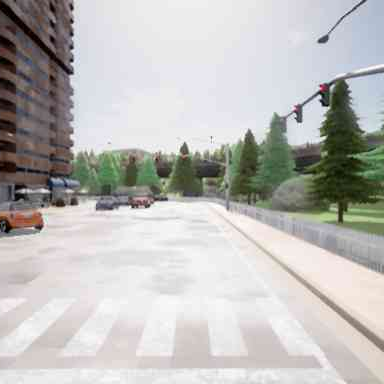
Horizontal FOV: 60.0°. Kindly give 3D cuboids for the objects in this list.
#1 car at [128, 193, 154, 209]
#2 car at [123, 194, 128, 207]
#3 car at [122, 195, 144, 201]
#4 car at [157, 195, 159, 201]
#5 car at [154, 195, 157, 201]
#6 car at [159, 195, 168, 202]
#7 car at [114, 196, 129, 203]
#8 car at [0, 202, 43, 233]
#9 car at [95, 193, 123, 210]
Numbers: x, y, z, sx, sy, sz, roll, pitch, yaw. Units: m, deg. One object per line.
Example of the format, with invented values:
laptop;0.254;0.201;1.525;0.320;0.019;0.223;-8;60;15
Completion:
car;-7.124;1.225;47.019;2.150;2.045;5.566;0;0;0
car;-10.780;1.509;52.278;1.837;1.490;4.892;0;0;-2
car;-14.728;1.459;83.116;5.357;1.411;2.033;0;0;32
car;-10.314;1.231;74.140;2.150;2.045;5.566;0;0;-39
car;-8.028;1.606;61.103;1.895;1.301;4.718;0;0;-11
car;-7.443;1.361;76.139;2.097;1.767;4.553;0;0;-39
car;-14.386;1.568;67.771;1.994;1.385;4.181;0;0;-29
car;-11.004;1.390;20.101;4.553;1.767;2.097;0;0;38
car;-10.629;1.355;41.933;2.097;1.767;4.553;0;0;0
